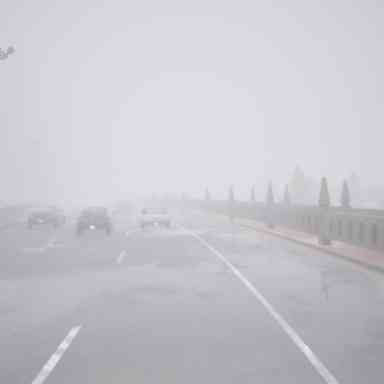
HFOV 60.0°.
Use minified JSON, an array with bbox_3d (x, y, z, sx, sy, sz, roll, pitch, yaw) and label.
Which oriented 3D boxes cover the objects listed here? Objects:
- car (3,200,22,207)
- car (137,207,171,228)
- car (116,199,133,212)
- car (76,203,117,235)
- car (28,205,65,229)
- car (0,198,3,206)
[{"bbox_3d":[-29.936,1.912,55.970,1.895,1.301,4.718,0,0,-22],"label":"car"},{"bbox_3d":[-2.712,1.689,22.845,1.895,1.301,4.718,0,0,-13],"label":"car"},{"bbox_3d":[-8.450,1.676,40.786,1.837,1.490,4.892,0,0,-21],"label":"car"},{"bbox_3d":[-5.648,1.595,19.727,1.837,1.490,4.892,0,0,-11],"label":"car"},{"bbox_3d":[-9.953,1.644,22.953,1.812,1.442,4.674,0,0,-13],"label":"car"},{"bbox_3d":[-36.429,1.912,62.516,1.994,1.385,4.181,0,0,-23],"label":"car"}]
